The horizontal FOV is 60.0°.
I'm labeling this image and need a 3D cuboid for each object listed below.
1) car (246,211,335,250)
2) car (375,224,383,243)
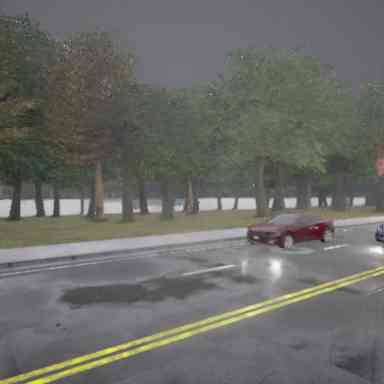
[{"bbox_3d":[4.673,1.652,15.486,5.008,1.535,1.882,0,-1,-38],"label":"car"},{"bbox_3d":[10.617,1.684,15.961,4.674,1.442,1.812,0,-1,-38],"label":"car"}]
